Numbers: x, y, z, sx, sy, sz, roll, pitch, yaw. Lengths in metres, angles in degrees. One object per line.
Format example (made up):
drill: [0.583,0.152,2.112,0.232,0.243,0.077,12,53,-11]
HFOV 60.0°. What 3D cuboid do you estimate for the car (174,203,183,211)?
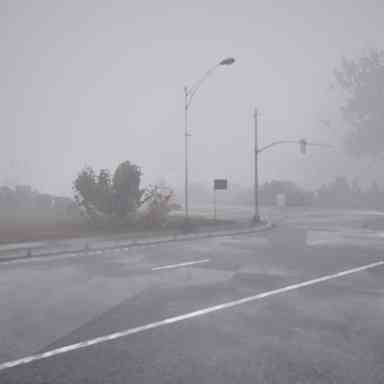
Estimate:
car: [-2.973,1.362,37.760,1.812,1.442,4.674,-1,1,-39]
